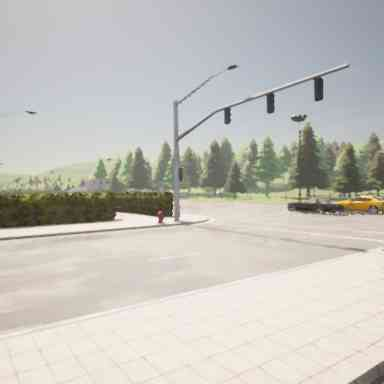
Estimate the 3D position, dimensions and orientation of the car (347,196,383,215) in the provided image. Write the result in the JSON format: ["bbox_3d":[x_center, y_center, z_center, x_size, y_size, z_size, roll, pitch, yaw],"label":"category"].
[{"bbox_3d":[15.013,1.078,29.123,1.882,1.535,5.008,-1,0,-31],"label":"car"}]

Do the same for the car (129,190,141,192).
[{"bbox_3d":[-13.578,0.594,77.155,2.150,2.045,5.566,-1,1,-35],"label":"car"}]

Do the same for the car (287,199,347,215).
[{"bbox_3d":[10.742,1.247,29.395,1.895,1.301,4.718,-1,1,-32],"label":"car"}]
